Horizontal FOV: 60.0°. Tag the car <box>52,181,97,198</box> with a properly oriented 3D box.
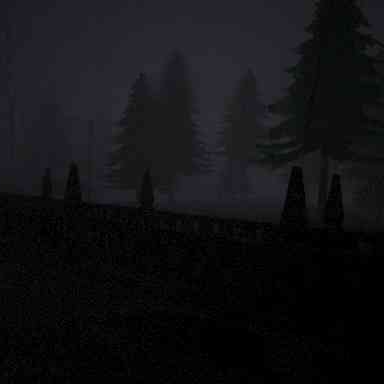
[{"bbox_3d":[-13.961,-0.277,39.312,2.150,2.045,5.566,4,2,37],"label":"car"}]

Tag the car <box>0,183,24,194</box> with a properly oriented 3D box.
[{"bbox_3d":[-20.908,-0.217,36.183,2.128,1.511,4.902,4,2,37],"label":"car"}]
